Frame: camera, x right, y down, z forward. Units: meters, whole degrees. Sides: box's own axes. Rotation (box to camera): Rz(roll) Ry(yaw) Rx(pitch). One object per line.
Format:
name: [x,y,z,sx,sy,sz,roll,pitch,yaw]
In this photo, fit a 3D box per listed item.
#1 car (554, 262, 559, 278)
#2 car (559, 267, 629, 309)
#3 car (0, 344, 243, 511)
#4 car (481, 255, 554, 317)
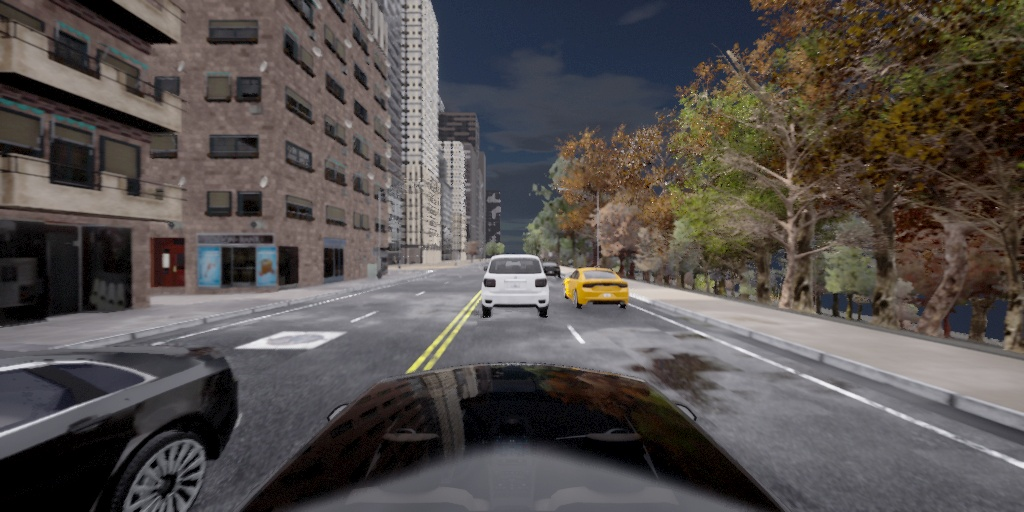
car: [3.351,1.237,33.450,1.882,1.535,5.008,0,0,0]
car: [3.350,1.231,15.095,1.882,1.535,5.008,0,0,0]
car: [-3.350,1.241,1.169,2.128,1.511,4.902,0,0,0]
car: [0.100,0.975,13.358,2.150,2.045,5.566,0,0,0]
